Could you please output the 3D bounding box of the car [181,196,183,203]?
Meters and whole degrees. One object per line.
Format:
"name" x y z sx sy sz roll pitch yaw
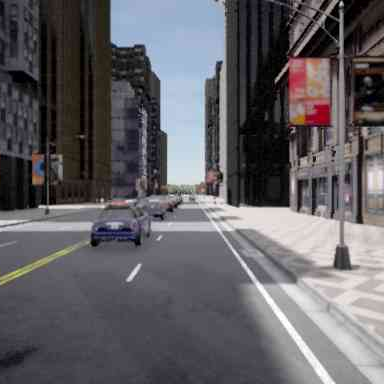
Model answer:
"car" -3.243 1.735 61.966 2.163 1.488 4.792 0 0 0

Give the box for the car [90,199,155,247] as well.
"car" -3.145 1.407 15.535 2.097 1.767 4.553 0 0 -1

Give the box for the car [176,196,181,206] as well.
"car" -3.244 1.692 50.966 2.163 1.488 4.792 0 0 0

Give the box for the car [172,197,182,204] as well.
"car" -3.241 1.874 72.966 1.895 1.301 4.718 0 0 0

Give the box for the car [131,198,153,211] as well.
"car" -6.580 1.653 44.198 2.128 1.511 4.902 0 0 0

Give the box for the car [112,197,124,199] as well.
"car" -9.827 1.512 43.483 2.097 1.767 4.553 0 0 0

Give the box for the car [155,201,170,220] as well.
"car" -3.247 1.704 28.966 1.895 1.301 4.718 0 0 0

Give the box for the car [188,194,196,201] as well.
"car" 0.011 1.852 93.717 1.812 1.442 4.674 0 0 0

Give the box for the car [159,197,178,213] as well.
"car" -3.246 1.650 39.966 2.163 1.488 4.792 0 0 0

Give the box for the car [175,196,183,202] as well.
"car" -3.240 1.741 83.936 2.033 1.649 4.856 0 0 0
